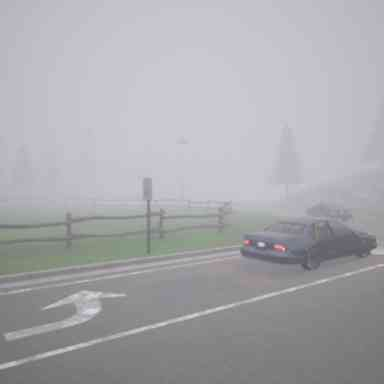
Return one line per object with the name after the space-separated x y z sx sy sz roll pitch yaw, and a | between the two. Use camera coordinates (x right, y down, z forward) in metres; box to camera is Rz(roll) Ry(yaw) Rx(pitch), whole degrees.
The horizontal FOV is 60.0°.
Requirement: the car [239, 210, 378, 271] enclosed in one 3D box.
3.992 1.537 10.940 5.357 1.411 2.033 0 0 -36 | car

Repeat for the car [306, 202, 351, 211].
10.774 1.521 26.536 2.033 1.411 5.357 0 0 -1 | car
